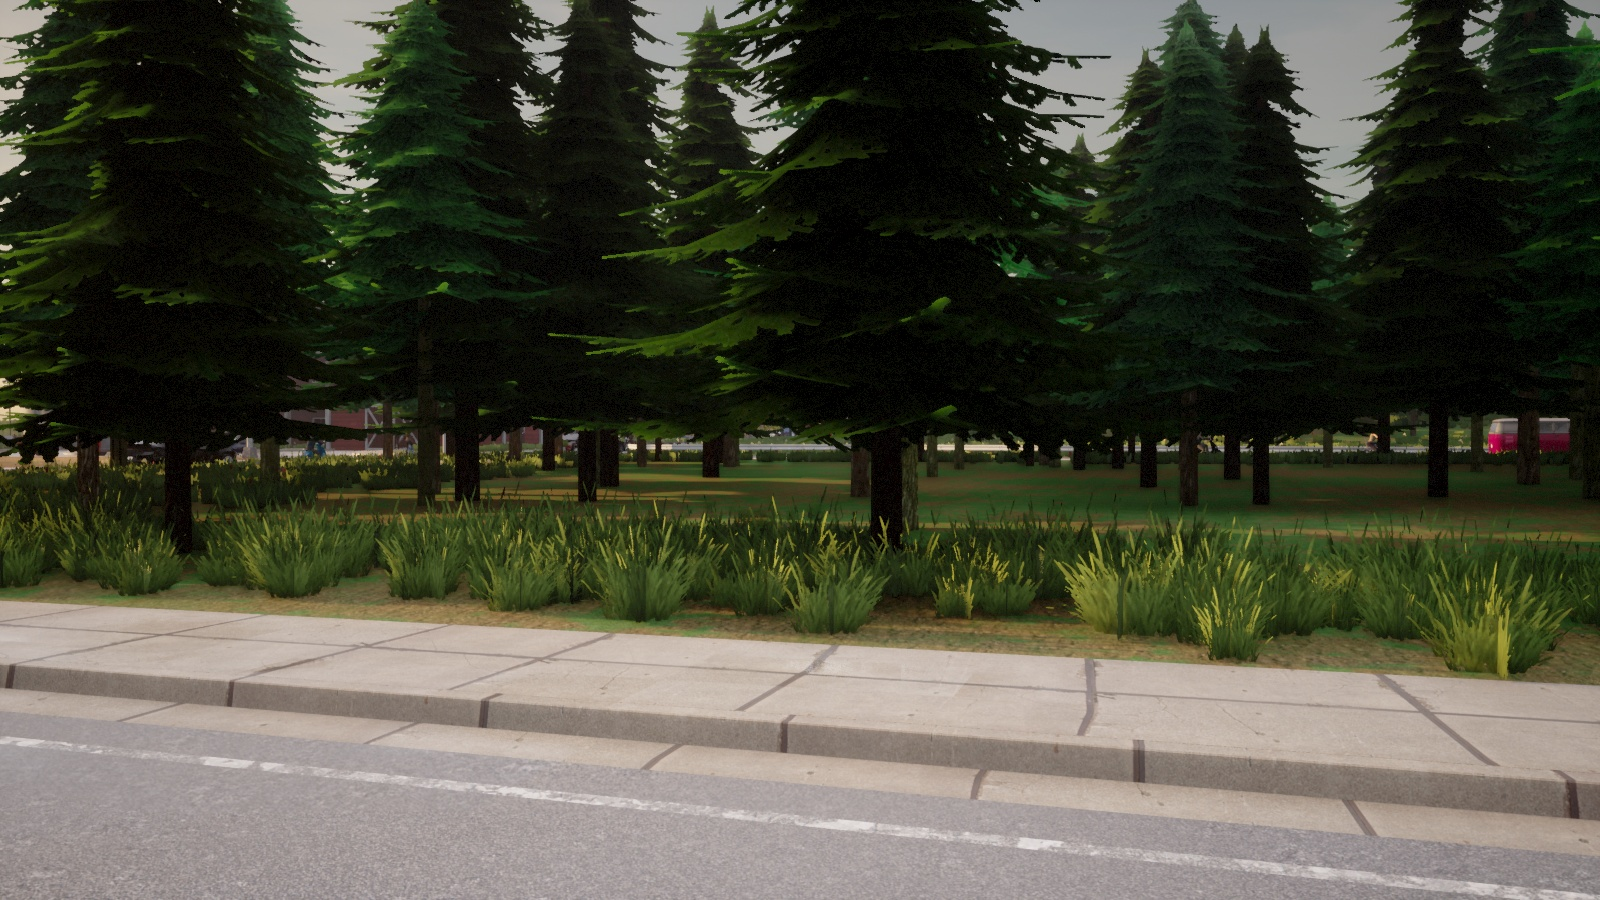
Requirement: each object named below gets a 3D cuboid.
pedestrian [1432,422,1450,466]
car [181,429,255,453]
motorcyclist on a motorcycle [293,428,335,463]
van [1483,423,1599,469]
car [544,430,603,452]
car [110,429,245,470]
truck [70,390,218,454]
[{"bbox_3d":[27.065,-0.259,53.024,0.634,1.846,0.331,1,1,20],"label":"pedestrian"},{"bbox_3d":[-37.431,-0.616,80.767,4.193,1.474,1.816,1,1,16],"label":"car"},{"bbox_3d":[-22.386,-0.204,57.883,0.866,1.590,1.817,1,1,17],"label":"motorcyclist on a motorcycle"},{"bbox_3d":[33.020,-0.189,55.749,4.442,1.987,1.775,1,1,19],"label":"van"},{"bbox_3d":[-16.113,-0.642,89.604,2.163,1.488,4.792,1,1,17],"label":"car"},{"bbox_3d":[-24.790,-0.066,50.212,1.882,1.535,5.008,1,1,17],"label":"car"},{"bbox_3d":[-40.800,-1.746,78.091,8.468,3.827,2.891,0,1,16],"label":"truck"}]
